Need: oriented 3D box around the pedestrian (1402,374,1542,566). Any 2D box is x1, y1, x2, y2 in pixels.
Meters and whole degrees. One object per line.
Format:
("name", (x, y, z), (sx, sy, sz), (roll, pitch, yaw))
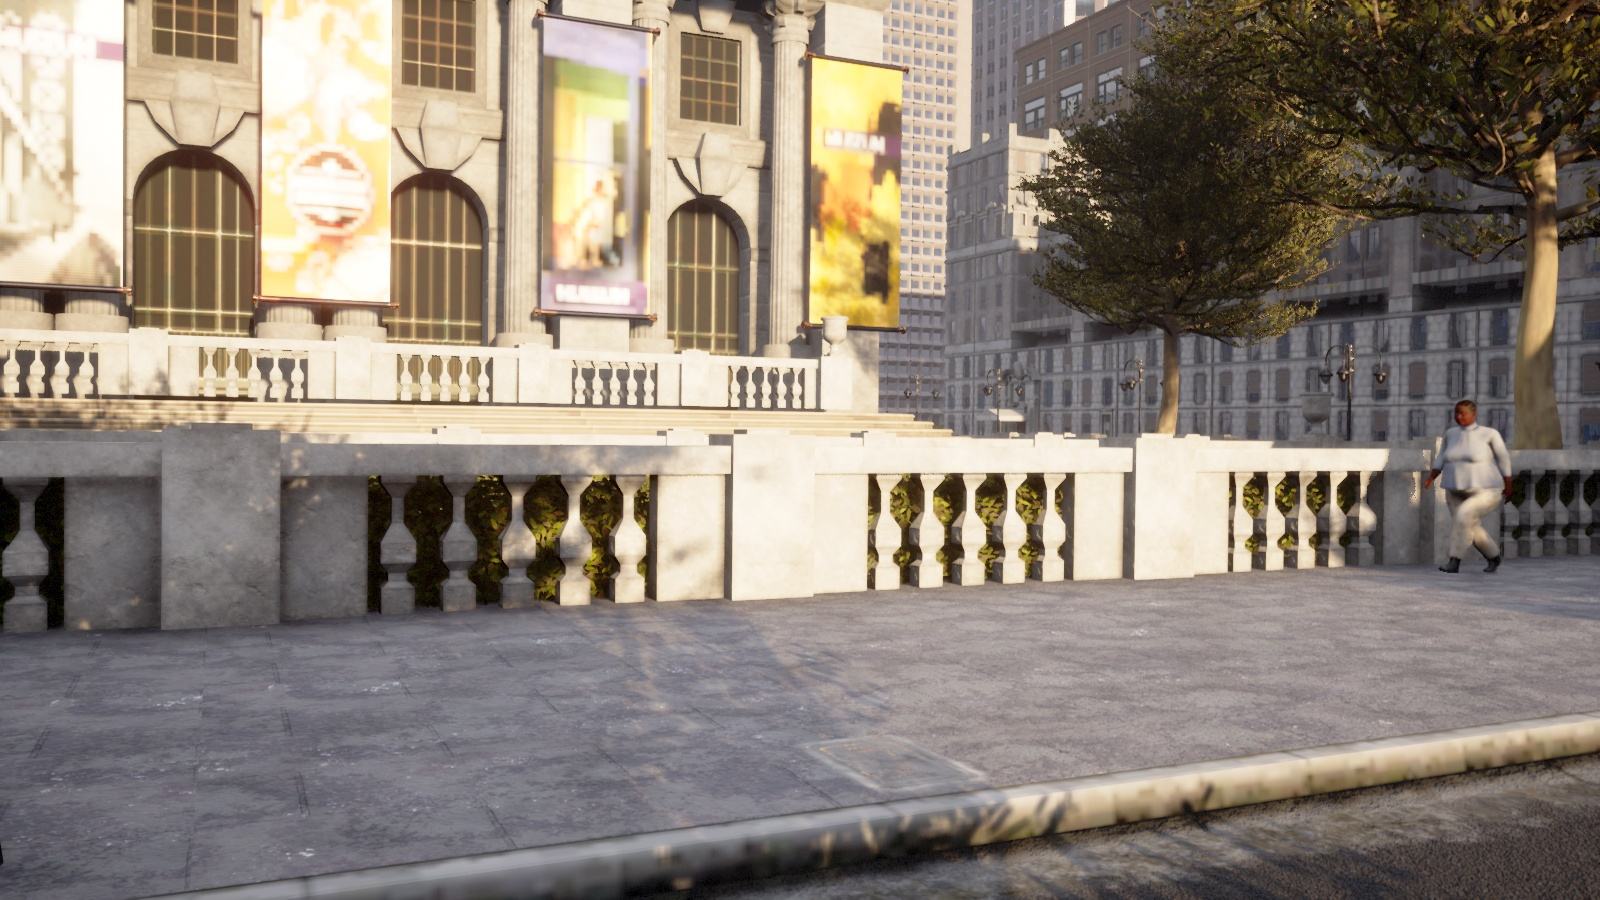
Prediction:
("pedestrian", (6.773, 0.181, 12.674), (0.900, 1.855, 0.874), (-1, 1, -25))
